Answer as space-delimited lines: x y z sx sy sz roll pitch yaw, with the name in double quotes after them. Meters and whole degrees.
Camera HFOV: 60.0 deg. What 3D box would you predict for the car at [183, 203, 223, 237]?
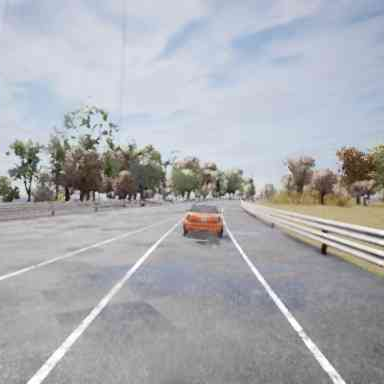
0.677 1.432 19.100 2.097 1.767 4.553 3 0 2 "car"
